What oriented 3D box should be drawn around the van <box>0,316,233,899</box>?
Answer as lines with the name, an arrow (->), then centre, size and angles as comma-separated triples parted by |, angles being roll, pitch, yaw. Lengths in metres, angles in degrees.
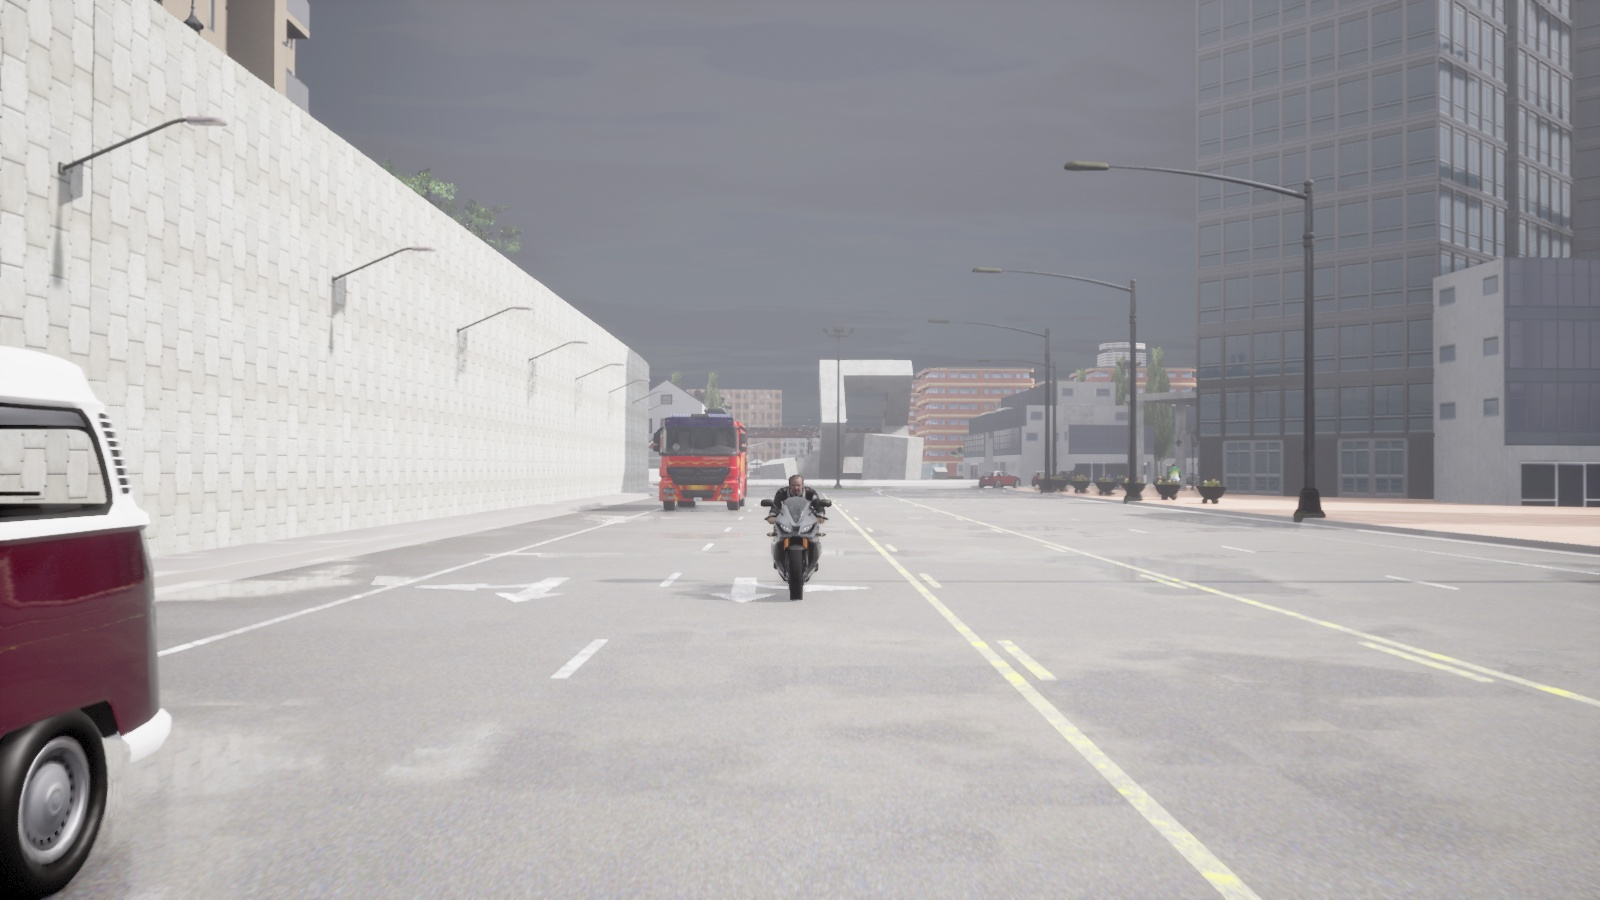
van -> -3.509, 0.599, 3.243 | 2.069, 2.038, 4.480 | 0, -1, 0

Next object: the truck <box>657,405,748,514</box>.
truck -> -3.636, 0.403, 48.752 | 2.891, 3.827, 8.468 | 0, -1, 0

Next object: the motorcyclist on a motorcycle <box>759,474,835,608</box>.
motorcyclist on a motorcycle -> -0.037, 1.083, 15.686 | 0.866, 1.530, 2.191 | 0, -1, 0

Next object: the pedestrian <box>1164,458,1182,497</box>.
pedestrian -> 19.117, 1.398, 64.401 | 0.659, 1.952, 0.873 | 0, -1, 2
